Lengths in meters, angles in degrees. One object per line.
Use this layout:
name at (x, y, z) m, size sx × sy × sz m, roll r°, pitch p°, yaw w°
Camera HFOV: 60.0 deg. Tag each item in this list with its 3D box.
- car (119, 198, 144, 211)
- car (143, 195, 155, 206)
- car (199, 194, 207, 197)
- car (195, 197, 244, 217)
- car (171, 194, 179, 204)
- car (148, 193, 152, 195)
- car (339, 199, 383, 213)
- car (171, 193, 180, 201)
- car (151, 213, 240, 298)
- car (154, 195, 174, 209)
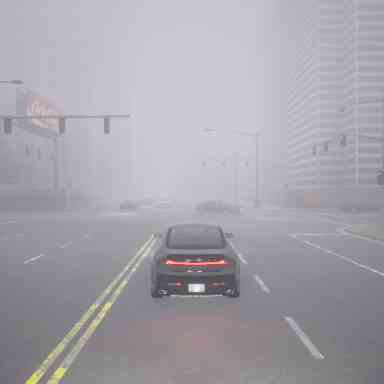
car at (-7.357, 1.600, 39.589) m, size 1.895 × 1.301 × 4.718 m, roll 0°, pitch 0°, yaw 0°
car at (-7.447, 1.564, 54.351) m, size 1.994 × 1.385 × 4.181 m, roll 0°, pitch 0°, yaw 0°
car at (2.912, 1.355, 88.755) m, size 2.097 × 1.767 × 4.553 m, roll 0°, pitch 0°, yaw 0°
car at (2.521, 1.491, 31.644) m, size 4.902 × 1.511 × 2.128 m, roll 0°, pitch 0°, yaw 37°
car at (-3.967, 1.525, 63.347) m, size 1.812 × 1.442 × 4.674 m, roll 0°, pitch 0°, yaw 0°
car at (-7.458, 1.525, 69.359) m, size 2.128 × 1.511 × 4.902 m, roll 0°, pitch 0°, yaw 0°
car at (18.443, 1.477, 35.713) m, size 5.008 × 1.535 × 1.882 m, roll 0°, pitch 0°, yaw -1°
car at (-4.013, 1.225, 77.627) m, size 2.150 × 2.045 × 5.566 m, roll 0°, pitch 0°, yaw 0°
car at (0.055, 1.505, 8.498) m, size 1.837 × 1.490 × 4.892 m, roll 0°, pitch 0°, yaw -1°
car at (-3.814, 1.526, 45.899) m, size 1.812 × 1.442 × 4.674 m, roll 0°, pitch 0°, yaw -2°
